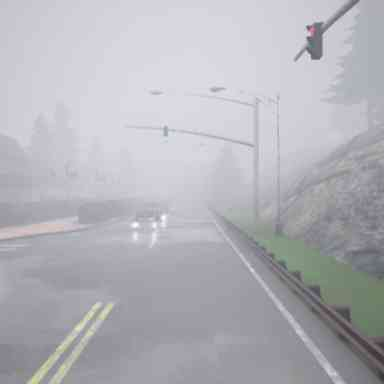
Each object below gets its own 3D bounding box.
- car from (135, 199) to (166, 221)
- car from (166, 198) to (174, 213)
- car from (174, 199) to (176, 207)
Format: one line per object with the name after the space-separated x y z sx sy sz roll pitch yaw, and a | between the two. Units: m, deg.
-3.581 1.558 28.158 1.837 1.490 4.892 0 0 0 | car
-3.575 1.565 38.544 2.128 1.511 4.902 0 0 0 | car
-3.539 1.648 53.167 2.033 1.411 5.357 0 0 0 | car
